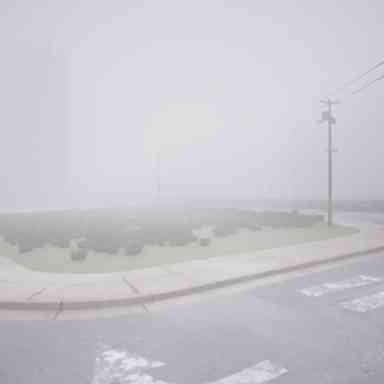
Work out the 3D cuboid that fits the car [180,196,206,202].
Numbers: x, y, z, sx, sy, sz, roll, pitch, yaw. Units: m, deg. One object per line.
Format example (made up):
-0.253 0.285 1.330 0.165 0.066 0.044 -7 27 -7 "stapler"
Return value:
0.074 1.319 52.981 2.033 1.411 5.357 -1 0 -35 "car"
